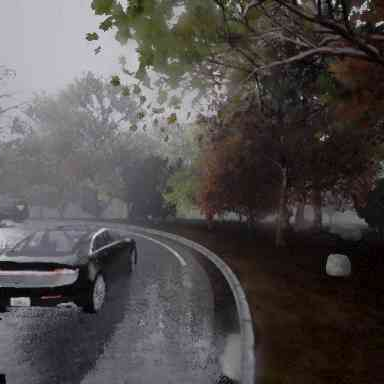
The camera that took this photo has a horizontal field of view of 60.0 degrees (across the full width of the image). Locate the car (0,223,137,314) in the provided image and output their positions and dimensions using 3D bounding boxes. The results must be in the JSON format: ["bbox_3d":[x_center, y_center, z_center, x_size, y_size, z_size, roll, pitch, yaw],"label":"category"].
[{"bbox_3d":[-2.562,1.490,7.589,2.128,1.511,4.902,0,0,2],"label":"car"}]

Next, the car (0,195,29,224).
[{"bbox_3d":[-14.017,1.218,23.098,5.566,2.045,2.150,0,-1,19],"label":"car"}]
